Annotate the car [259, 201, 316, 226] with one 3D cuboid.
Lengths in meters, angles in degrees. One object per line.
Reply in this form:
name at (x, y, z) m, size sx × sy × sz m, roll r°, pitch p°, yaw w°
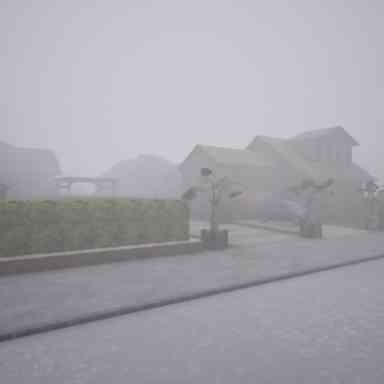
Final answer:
car at (6.284, 1.339, 21.937) m, size 1.845 × 1.501 × 3.633 m, roll 1°, pitch 0°, yaw -38°
